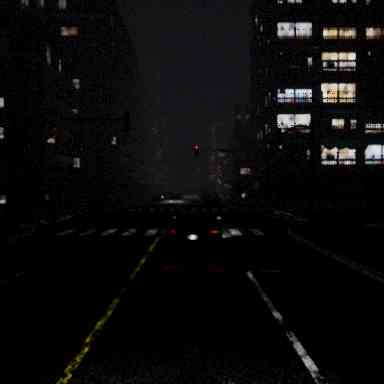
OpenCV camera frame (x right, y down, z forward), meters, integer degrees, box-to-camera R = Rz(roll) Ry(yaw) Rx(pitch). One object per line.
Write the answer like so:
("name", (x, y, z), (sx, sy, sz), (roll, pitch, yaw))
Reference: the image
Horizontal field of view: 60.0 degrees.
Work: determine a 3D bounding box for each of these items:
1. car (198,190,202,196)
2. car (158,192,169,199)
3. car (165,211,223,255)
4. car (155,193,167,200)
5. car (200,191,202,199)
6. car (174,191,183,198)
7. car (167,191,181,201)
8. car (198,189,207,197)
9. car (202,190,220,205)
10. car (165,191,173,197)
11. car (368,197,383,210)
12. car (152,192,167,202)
("car", (2.676, 0.755, 66.578), (1.802, 1.307, 4.206), (0, 1, 0))
("car", (-5.704, 0.739, 66.577), (1.947, 1.339, 4.313), (0, 1, 0))
("car", (0.170, 1.402, 12.682), (1.994, 1.385, 4.181), (0, 1, 4))
("car", (-5.703, 0.823, 61.043), (1.802, 1.307, 4.206), (0, 1, 0))
("car", (2.680, 0.927, 49.976), (2.008, 1.369, 4.403), (0, 1, 0))
("car", (-3.018, 0.595, 76.143), (1.994, 1.385, 4.181), (0, 1, 0))
("car", (-3.053, 0.848, 60.501), (1.895, 1.301, 4.718), (0, 1, 1))
("car", (2.671, 0.224, 88.710), (2.192, 1.841, 5.009), (0, 1, 0))
("car", (2.682, 0.885, 44.441), (1.967, 1.590, 4.097), (0, 1, 0))
("car", (-5.709, 0.519, 83.177), (1.887, 1.381, 4.507), (0, 1, 0))
("car", (18.251, 0.883, 29.996), (4.313, 1.339, 1.947), (-1, 1, 0))
("car", (-5.702, 0.859, 55.508), (2.008, 1.369, 4.403), (0, 1, 0))
